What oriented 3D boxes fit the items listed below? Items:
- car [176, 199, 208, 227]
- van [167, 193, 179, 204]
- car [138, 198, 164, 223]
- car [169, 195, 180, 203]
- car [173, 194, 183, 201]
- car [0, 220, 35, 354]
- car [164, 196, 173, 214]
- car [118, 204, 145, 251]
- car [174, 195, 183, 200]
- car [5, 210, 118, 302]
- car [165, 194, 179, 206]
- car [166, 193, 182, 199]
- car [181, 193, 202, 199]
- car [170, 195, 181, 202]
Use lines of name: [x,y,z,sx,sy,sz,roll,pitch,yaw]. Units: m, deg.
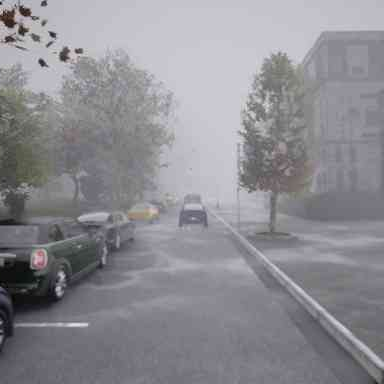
car: [0.089,1.498,23.236,1.882,1.535,5.008,0,0,0]
van: [-3.680,1.255,64.356,1.878,1.987,4.442,0,0,2]
car: [-3.658,1.497,25.429,1.946,1.575,5.366,0,0,2]
car: [-3.679,1.476,69.995,1.946,1.575,5.366,0,0,2]
car: [-3.695,1.354,86.490,2.185,1.767,4.553,0,0,2]
car: [-3.656,1.358,2.928,2.185,1.767,4.553,0,0,2]
car: [-3.669,1.529,36.415,2.163,1.488,4.792,0,0,2]
car: [-3.660,1.496,14.095,2.231,1.521,4.892,0,0,2]
car: [-3.696,1.522,92.089,2.002,1.452,4.674,0,0,2]
car: [-3.659,1.365,8.499,2.185,1.767,4.553,0,0,2]
car: [-3.678,1.488,53.094,2.097,1.535,5.008,0,0,2]
car: [-3.680,1.233,58.698,2.435,2.045,5.566,0,0,2]
car: [0.083,1.238,41.681,2.150,2.045,5.566,0,0,0]
car: [-3.689,1.478,75.374,2.097,1.535,5.008,0,0,2]
